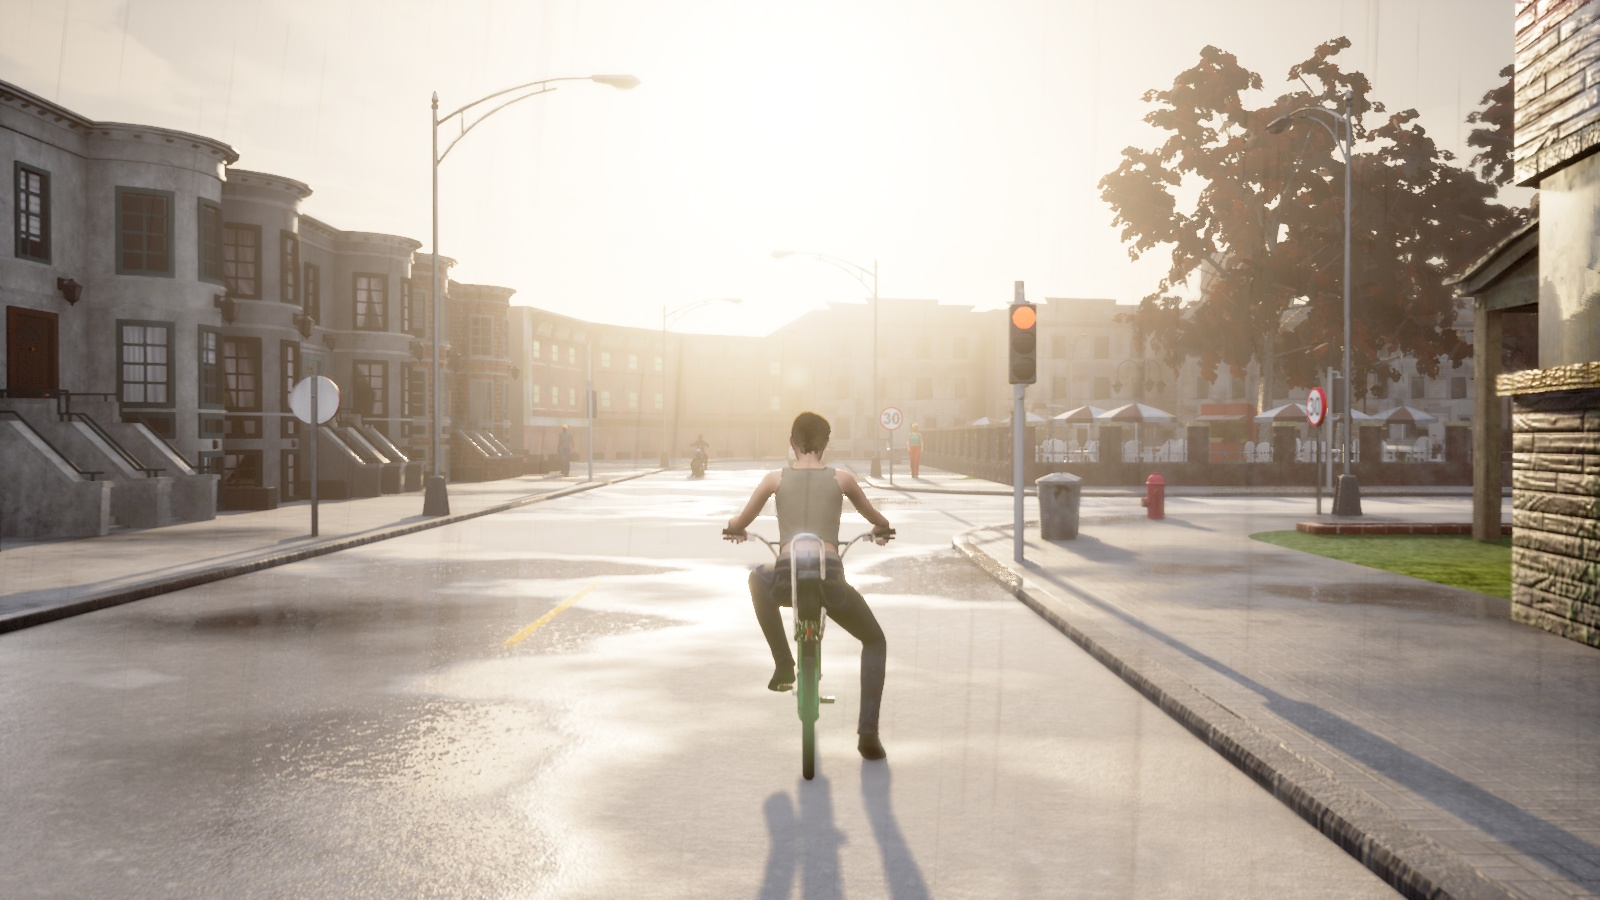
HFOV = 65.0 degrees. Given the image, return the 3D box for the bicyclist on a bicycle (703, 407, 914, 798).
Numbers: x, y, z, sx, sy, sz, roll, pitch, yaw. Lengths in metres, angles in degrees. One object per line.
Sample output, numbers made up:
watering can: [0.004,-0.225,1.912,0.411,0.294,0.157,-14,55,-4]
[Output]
bicyclist on a bicycle: [0.042,0.620,5.921,0.866,1.612,1.509,0,1,1]

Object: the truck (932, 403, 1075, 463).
truck: [11.923,-1.006,74.087,7.936,3.462,2.891,0,1,-2]

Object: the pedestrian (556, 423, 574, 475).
pedestrian: [-8.346,-0.026,44.597,0.354,1.836,0.706,0,1,13]

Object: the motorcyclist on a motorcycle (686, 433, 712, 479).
motorcyclist on a motorcycle: [-3.745,0.200,46.889,0.766,1.649,2.350,0,1,0]

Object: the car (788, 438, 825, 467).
car: [0.342,0.088,65.061,1.812,1.442,4.674,0,1,0]

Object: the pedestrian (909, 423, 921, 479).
pedestrian: [3.786,0.024,41.339,0.345,1.836,0.594,0,1,11]
